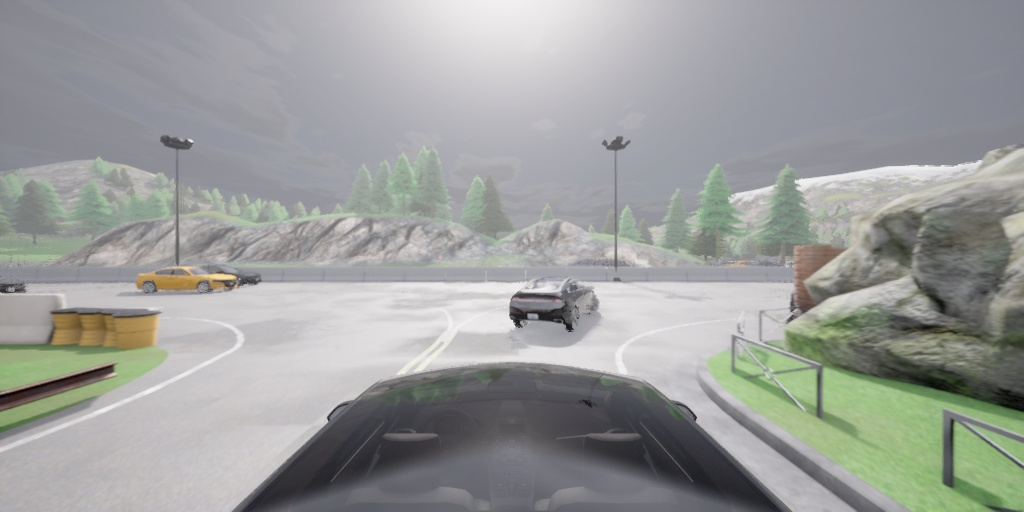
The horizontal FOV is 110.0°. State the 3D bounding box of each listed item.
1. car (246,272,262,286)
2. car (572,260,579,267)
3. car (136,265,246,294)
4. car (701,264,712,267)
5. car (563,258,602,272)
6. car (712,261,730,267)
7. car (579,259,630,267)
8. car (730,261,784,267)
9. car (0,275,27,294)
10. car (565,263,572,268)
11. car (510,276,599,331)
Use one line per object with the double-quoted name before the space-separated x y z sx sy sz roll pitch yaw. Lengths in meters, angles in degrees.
"car" -20.032 1.361 24.672 5.008 1.535 1.882 0 0 -1
"car" 9.269 1.196 39.156 4.553 1.767 2.097 0 0 -1
"car" -19.064 1.371 21.181 5.008 1.535 1.882 0 0 -1
"car" 27.407 1.371 46.315 5.357 1.411 2.033 0 0 0
"car" 9.031 1.177 46.150 4.553 1.767 2.097 0 0 -1
"car" 27.272 1.311 42.820 5.008 1.535 1.882 0 0 0
"car" 9.416 1.205 35.658 4.553 1.767 2.097 0 0 -1
"car" 27.189 1.349 39.324 4.892 1.490 1.837 0 0 0
"car" -27.137 1.381 17.602 5.008 1.535 1.882 0 0 -1
"car" 9.165 1.339 42.655 4.892 1.490 1.837 0 0 -1
"car" 1.549 1.415 11.956 2.128 1.511 4.902 -1 0 24
